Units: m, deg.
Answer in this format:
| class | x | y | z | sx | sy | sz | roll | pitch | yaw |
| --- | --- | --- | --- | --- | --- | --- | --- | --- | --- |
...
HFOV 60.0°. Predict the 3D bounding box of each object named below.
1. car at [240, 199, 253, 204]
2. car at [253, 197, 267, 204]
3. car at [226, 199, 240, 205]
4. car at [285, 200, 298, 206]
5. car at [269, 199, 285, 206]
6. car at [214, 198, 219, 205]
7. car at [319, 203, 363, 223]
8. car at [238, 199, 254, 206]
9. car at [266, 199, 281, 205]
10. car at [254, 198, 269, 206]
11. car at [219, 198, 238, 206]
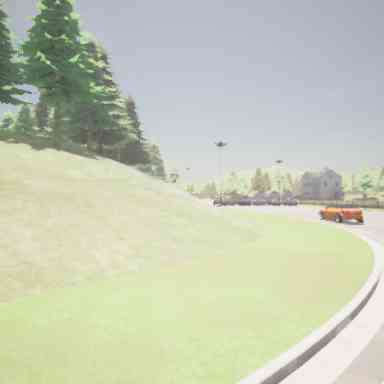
| class | x | y | z | sx | sy | sz | roll | pitch | yaw |
| --- | --- | --- | --- | --- | --- | --- | --- | --- | --- |
| car | 13.677 | 2.396 | 83.765 | 1.994 | 1.385 | 4.181 | 0 | -1 | -7 |
| car | 17.154 | 2.211 | 84.170 | 2.097 | 1.767 | 4.553 | 0 | -1 | -7 |
| car | 10.204 | 2.370 | 83.333 | 2.033 | 1.411 | 5.357 | 0 | -1 | -7 |
| car | 21.909 | 2.434 | 74.288 | 2.128 | 1.511 | 4.902 | 0 | -1 | -7 |
| car | 18.381 | 2.497 | 74.299 | 1.895 | 1.301 | 4.718 | 0 | -1 | -7 |
| car | 6.727 | 2.343 | 82.931 | 2.128 | 1.511 | 4.902 | 0 | -1 | -7 |
| car | 13.161 | 1.730 | 29.655 | 2.097 | 1.767 | 4.553 | 0 | -1 | -3 |
| car | 11.490 | 2.348 | 72.993 | 1.882 | 1.535 | 5.008 | 0 | -1 | -7 |
| car | 20.623 | 2.409 | 84.629 | 2.033 | 1.411 | 5.357 | 0 | -1 | -7 |
| car | 14.911 | 2.413 | 73.838 | 1.812 | 1.442 | 4.674 | 0 | -1 | -7 |
| car | 7.965 | 2.220 | 72.976 | 2.097 | 1.767 | 4.553 | 0 | -1 | -7 |
